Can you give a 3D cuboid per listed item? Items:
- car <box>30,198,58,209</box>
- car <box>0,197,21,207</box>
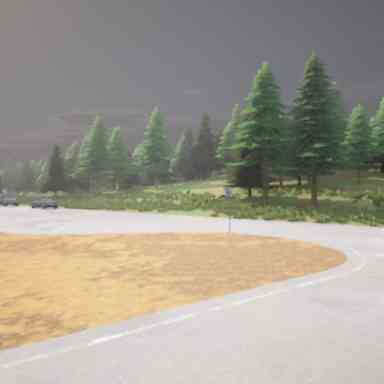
[{"bbox_3d":[-19.492,1.517,43.764,4.181,1.385,1.994,0,0,38],"label":"car"},{"bbox_3d":[-27.875,1.473,50.194,5.357,1.411,2.033,0,0,38],"label":"car"}]
